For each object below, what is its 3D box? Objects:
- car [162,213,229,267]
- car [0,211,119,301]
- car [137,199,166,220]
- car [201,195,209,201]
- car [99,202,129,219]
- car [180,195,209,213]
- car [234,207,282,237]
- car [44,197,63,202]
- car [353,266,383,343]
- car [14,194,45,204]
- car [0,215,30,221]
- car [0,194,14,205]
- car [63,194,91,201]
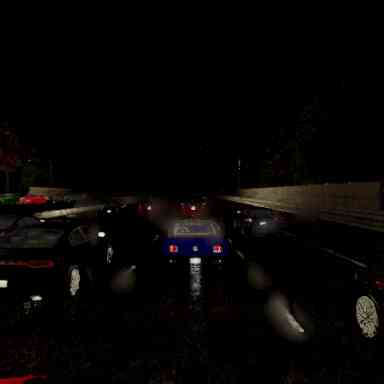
[{"bbox_3d":[0.098,1.607,11.419,1.895,1.301,4.718,0,0,0],"label":"car"},{"bbox_3d":[-3.399,1.482,8.396,1.882,1.535,5.008,0,0,0],"label":"car"},{"bbox_3d":[-3.407,1.375,28.804,2.097,1.767,4.553,0,0,0],"label":"car"},{"bbox_3d":[3.486,1.642,90.240,2.128,1.511,4.902,0,0,0],"label":"car"},{"bbox_3d":[-6.902,1.588,29.704,1.994,1.385,4.181,0,0,0],"label":"car"},{"bbox_3d":[0.094,1.375,28.833,2.097,1.767,4.553,0,0,0],"label":"car"},{"bbox_3d":[3.496,1.520,18.215,1.994,1.385,4.181,0,0,0],"label":"car"},{"bbox_3d":[-21.066,1.615,52.656,1.994,1.385,4.181,0,0,0],"label":"car"},{"bbox_3d":[3.543,1.452,3.571,2.128,1.511,4.902,0,0,1],"label":"car"},{"bbox_3d":[-24.557,1.270,51.487,2.150,2.045,5.566,0,0,1],"label":"car"},{"bbox_3d":[-6.902,1.572,13.014,1.994,1.385,4.181,0,0,0],"label":"car"},{"bbox_3d":[-28.060,1.268,50.139,2.150,2.045,5.566,0,0,1],"label":"car"},{"bbox_3d":[-17.561,1.271,52.005,2.150,2.045,5.566,0,0,1],"label":"car"}]
